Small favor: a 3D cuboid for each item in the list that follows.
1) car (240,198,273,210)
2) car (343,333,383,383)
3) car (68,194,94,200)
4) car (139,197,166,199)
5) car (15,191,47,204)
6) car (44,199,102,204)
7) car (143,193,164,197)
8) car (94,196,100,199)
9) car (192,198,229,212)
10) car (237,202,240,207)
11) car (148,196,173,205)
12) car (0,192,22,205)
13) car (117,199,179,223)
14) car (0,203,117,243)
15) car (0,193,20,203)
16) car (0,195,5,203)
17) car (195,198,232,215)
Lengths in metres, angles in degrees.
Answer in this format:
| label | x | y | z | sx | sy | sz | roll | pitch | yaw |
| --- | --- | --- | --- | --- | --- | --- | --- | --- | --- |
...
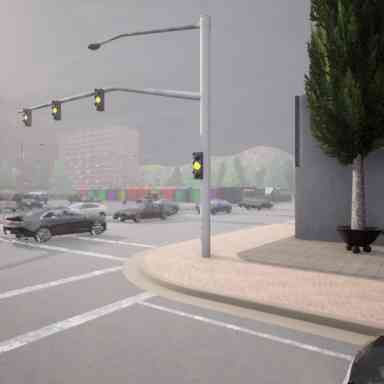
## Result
| label | x | y | z | sx | sy | sz | roll | pitch | yaw |
| --- | --- | --- | --- | --- | --- | --- | --- | --- | --- |
| car | 8.756 | 1.547 | 42.974 | 2.033 | 1.411 | 5.357 | 0 | 0 | 37 |
| car | 3.375 | 1.492 | 1.558 | 4.902 | 1.511 | 2.128 | 0 | 0 | 36 |
| car | -21.211 | 1.152 | 62.604 | 4.605 | 1.855 | 1.932 | 0 | 0 | 35 |
| car | -3.136 | 1.525 | 32.879 | 1.812 | 1.442 | 4.674 | 0 | 0 | 37 |
| car | -18.181 | 1.155 | 36.463 | 3.866 | 1.878 | 1.905 | 0 | 0 | 35 |
| car | -8.523 | 1.525 | 25.537 | 1.812 | 1.442 | 4.674 | 0 | 0 | 38 |
| car | -6.889 | 1.155 | 52.513 | 3.866 | 1.878 | 1.905 | 0 | 0 | 35 |
| car | -19.488 | 1.363 | 64.933 | 3.905 | 1.438 | 1.784 | 0 | 0 | 35 |
| car | 2.341 | 1.491 | 40.240 | 2.128 | 1.511 | 4.902 | 0 | 0 | 37 |
| car | 8.680 | 1.547 | 48.682 | 2.033 | 1.411 | 5.357 | 0 | 0 | 37 |
| car | -5.210 | 1.395 | 54.872 | 3.806 | 1.475 | 1.970 | 0 | 0 | 35 |
| car | -19.895 | 1.153 | 34.131 | 4.605 | 1.855 | 1.932 | 0 | 0 | 35 |
| car | -3.685 | 1.547 | 26.272 | 2.033 | 1.411 | 5.357 | 0 | 0 | 36 |
| car | -6.398 | 1.491 | 16.168 | 2.128 | 1.511 | 4.902 | 0 | 0 | 35 |
| car | -36.716 | 1.152 | 66.760 | 4.605 | 1.855 | 1.932 | 0 | 0 | 35 |
| car | -38.223 | 1.362 | 64.539 | 3.905 | 1.438 | 1.784 | 0 | 0 | 35 |
| car | 2.460 | 1.525 | 34.535 | 1.812 | 1.442 | 4.674 | 0 | 0 | 37 |
